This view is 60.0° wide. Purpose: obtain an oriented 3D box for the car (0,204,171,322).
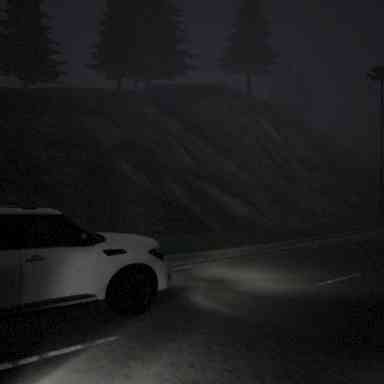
[{"bbox_3d":[-3.073,1.229,5.853,5.566,2.045,2.150,0,0,-35],"label":"car"}]
